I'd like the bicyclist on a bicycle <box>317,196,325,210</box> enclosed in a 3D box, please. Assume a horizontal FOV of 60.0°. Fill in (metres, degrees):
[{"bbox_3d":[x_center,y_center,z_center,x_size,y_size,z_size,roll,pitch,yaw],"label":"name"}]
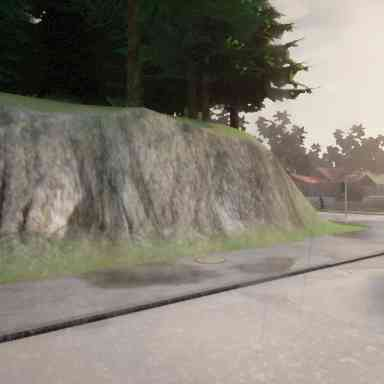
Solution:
[{"bbox_3d":[15.522,1.349,39.962,1.656,1.620,0.582,0,0,-36],"label":"bicyclist on a bicycle"}]
